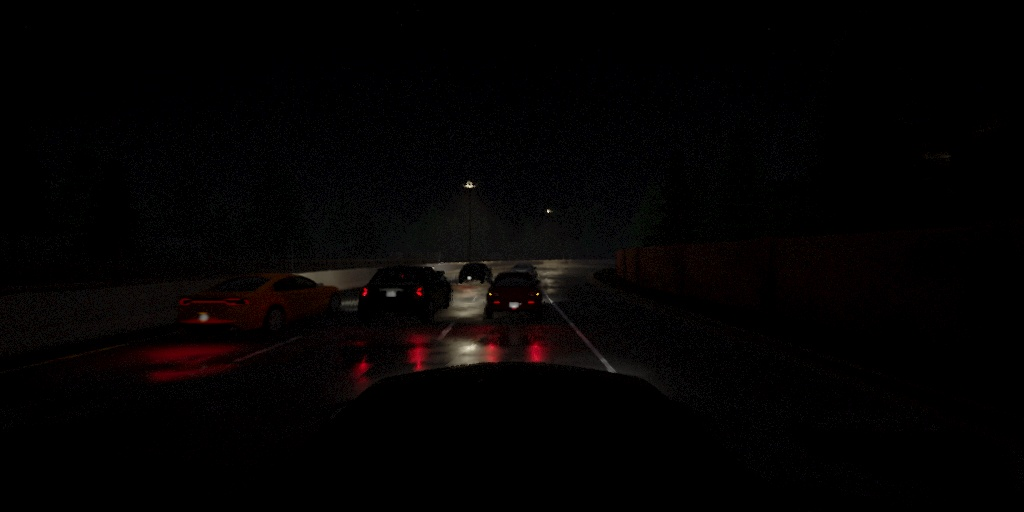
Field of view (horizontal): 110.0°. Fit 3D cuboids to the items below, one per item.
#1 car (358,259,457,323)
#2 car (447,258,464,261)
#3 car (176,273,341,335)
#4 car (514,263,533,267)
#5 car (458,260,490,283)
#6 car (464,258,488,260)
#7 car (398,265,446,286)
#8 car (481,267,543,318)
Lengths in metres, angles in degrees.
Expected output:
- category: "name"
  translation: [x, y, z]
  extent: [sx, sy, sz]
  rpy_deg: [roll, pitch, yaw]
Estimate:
- category: "car"
  translation: [-3.427, 1.105, 12.358]
  extent: [2.097, 1.767, 4.553]
  rpy_deg: [0, 0, 1]
- category: "car"
  translation: [-8.419, 1.278, 59.802]
  extent: [1.837, 1.490, 4.892]
  rpy_deg: [0, 0, 24]
- category: "car"
  translation: [-6.945, 1.231, 10.580]
  extent: [1.882, 1.535, 5.008]
  rpy_deg: [0, 0, 0]
- category: "car"
  translation: [0.933, 1.287, 28.331]
  extent: [1.812, 1.442, 4.674]
  rpy_deg: [0, 0, 7]
- category: "car"
  translation: [-2.697, 1.267, 27.500]
  extent: [1.837, 1.490, 4.892]
  rpy_deg: [0, 0, 7]
- category: "car"
  translation: [-5.308, 1.126, 58.136]
  extent: [2.097, 1.767, 4.553]
  rpy_deg: [0, 0, 24]
- category: "car"
  translation: [-6.394, 1.361, 26.082]
  extent: [1.895, 1.301, 4.718]
  rpy_deg: [0, 0, 6]
- category: "car"
  translation: [0.078, 1.281, 12.881]
  extent: [1.812, 1.442, 4.674]
  rpy_deg: [0, 0, 0]
